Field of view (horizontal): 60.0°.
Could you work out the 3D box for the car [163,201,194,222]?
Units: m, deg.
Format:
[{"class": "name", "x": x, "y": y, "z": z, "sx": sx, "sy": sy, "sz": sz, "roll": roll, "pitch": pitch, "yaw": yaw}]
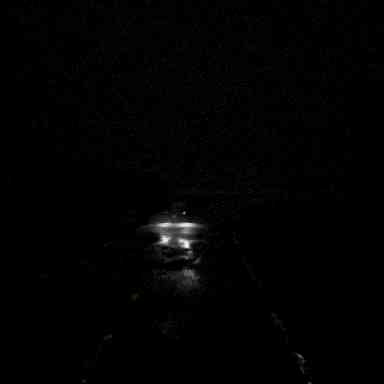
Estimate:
[{"class": "car", "x": -0.942, "y": 1.471, "z": 26.091, "sx": 1.812, "sy": 1.442, "sz": 4.674, "roll": 0, "pitch": 0, "yaw": 8}]
